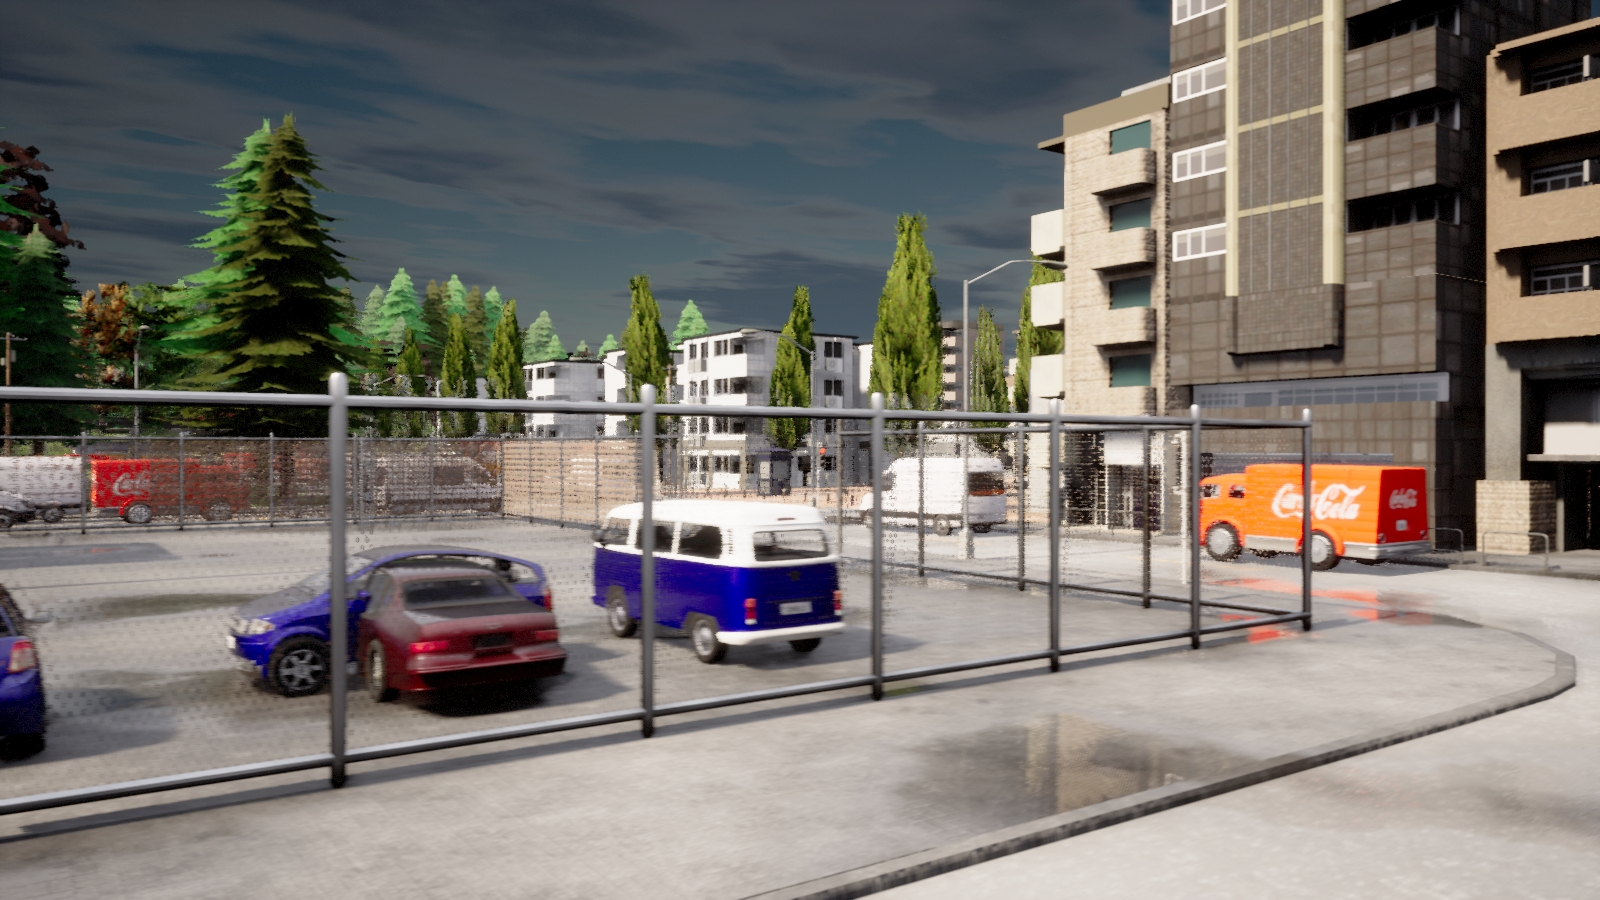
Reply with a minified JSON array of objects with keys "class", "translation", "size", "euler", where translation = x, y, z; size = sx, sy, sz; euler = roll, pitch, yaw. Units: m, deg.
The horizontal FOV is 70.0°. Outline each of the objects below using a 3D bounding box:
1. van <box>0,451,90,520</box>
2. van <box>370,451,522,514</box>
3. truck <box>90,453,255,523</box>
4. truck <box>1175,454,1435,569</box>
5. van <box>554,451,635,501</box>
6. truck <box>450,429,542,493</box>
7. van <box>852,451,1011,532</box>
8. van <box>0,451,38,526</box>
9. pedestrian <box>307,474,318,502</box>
[{"class":"van","translation":[-30.397,1.314,43.230],"size":[5.915,2.561,1.988],"euler":[0,0,-34]},{"class":"van","translation":[-15.154,1.315,49.142],"size":[5.915,2.561,1.988],"euler":[0,0,-36]},{"class":"truck","translation":[-23.659,1.348,43.145],"size":[5.204,2.467,2.627],"euler":[0,0,-35]},{"class":"truck","translation":[12.213,1.355,27.986],"size":[2.627,2.467,5.204],"euler":[0,0,-35]},{"class":"van","translation":[-11.088,1.314,61.196],"size":[1.988,2.561,5.915],"euler":[0,0,-35]},{"class":"truck","translation":[-19.456,0.671,72.705],"size":[2.891,3.827,8.468],"euler":[0,0,-35]},{"class":"van","translation":[4.387,1.314,39.126],"size":[1.988,2.561,5.915],"euler":[0,0,-35]},{"class":"van","translation":[-29.599,1.314,39.011],"size":[5.915,2.561,1.988],"euler":[0,0,-35]},{"class":"pedestrian","translation":[-23.327,1.804,54.650],"size":[0.375,1.300,0.375],"euler":[0,0,-39]}]
